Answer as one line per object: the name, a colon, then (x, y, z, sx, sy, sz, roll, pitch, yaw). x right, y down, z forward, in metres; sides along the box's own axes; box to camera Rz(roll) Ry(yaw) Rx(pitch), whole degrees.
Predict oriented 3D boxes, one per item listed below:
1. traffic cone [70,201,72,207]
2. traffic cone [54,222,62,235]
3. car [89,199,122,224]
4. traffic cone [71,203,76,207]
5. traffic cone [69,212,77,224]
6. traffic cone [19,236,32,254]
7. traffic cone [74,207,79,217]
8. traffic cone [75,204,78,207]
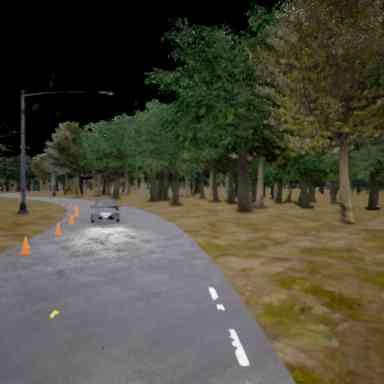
traffic cone: (-14.238, 1.416, 39.309, 0.340, 0.580, 0.340, 0, 1, -26)
traffic cone: (-6.571, 1.771, 16.329, 0.340, 0.580, 0.340, 0, 1, -11)
car: (-5.897, 1.226, 22.720, 2.128, 1.511, 4.902, 0, 1, -15)
traffic cone: (-12.230, 1.496, 34.885, 0.340, 0.580, 0.340, 0, 1, -23)
traffic cone: (-7.620, 1.709, 21.073, 0.340, 0.580, 0.340, 0, 1, -14)
traffic cone: (-5.769, 1.829, 11.537, 0.340, 0.580, 0.340, 0, 1, -8)
traffic cone: (-8.916, 1.642, 25.754, 0.340, 0.580, 0.340, 0, 1, -17)
traffic cone: (-10.454, 1.571, 30.363, 0.340, 0.580, 0.340, 0, 1, -20)
